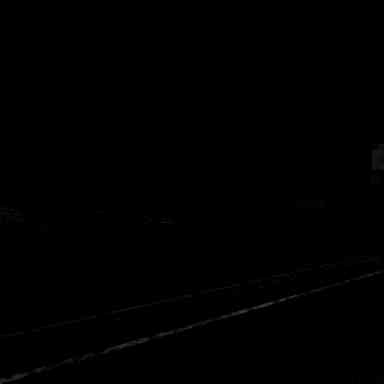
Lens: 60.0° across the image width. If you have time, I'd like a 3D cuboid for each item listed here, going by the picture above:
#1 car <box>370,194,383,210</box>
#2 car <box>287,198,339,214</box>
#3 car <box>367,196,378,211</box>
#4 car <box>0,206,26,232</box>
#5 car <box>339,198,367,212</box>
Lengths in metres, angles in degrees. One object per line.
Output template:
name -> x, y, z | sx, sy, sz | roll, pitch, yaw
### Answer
car -> 23.858, 1.385, 43.478 | 2.185, 1.767, 4.553 | 1, 0, -36
car -> 12.503, 1.441, 35.418 | 2.097, 1.535, 5.008 | 0, 0, -35
car -> 19.304, 1.513, 40.272 | 2.002, 1.452, 4.674 | 0, 0, -35
car -> -10.701, 1.491, 18.896 | 2.002, 1.452, 4.674 | 0, 0, -35
car -> 17.033, 1.458, 38.657 | 2.097, 1.535, 5.008 | 0, 0, -35
